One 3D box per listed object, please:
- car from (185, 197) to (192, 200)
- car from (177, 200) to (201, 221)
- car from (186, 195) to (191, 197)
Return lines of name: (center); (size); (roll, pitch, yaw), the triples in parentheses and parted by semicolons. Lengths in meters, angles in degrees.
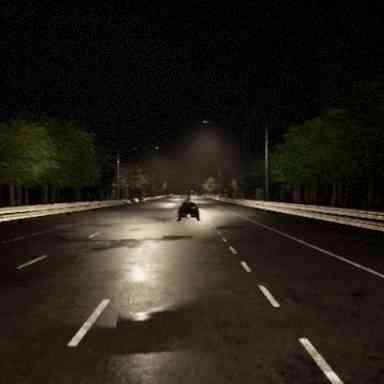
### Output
car: (-0.495, 1.870, 50.816); (2.128, 1.511, 4.902); (0, 0, -1)
car: (-0.286, 1.708, 29.682); (1.837, 1.490, 4.892); (0, 0, -1)
car: (-0.788, 2.145, 80.820); (2.033, 1.411, 5.357); (0, 0, -1)
